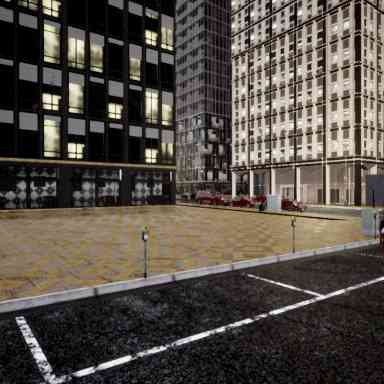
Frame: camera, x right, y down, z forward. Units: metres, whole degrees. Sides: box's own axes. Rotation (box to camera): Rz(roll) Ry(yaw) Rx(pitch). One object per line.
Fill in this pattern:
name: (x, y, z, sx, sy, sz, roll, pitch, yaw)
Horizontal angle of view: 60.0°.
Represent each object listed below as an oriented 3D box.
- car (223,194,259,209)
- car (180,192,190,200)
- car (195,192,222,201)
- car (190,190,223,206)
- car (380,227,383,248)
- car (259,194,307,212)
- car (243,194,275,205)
car: (5.711, 1.105, 36.456, 1.802, 1.307, 4.206, 1, 0, -36)
car: (-0.511, 0.647, 59.516, 1.947, 1.339, 4.313, 1, 0, -36)
car: (2.641, 0.710, 55.122, 1.752, 1.417, 4.829, 1, 0, -36)
car: (2.470, 0.731, 40.985, 2.192, 1.841, 5.009, 1, 0, -36)
car: (9.155, 1.441, 13.094, 4.097, 1.590, 1.967, 0, 0, -36)
car: (8.963, 1.071, 31.926, 1.967, 1.590, 4.097, 1, 0, -36)
car: (9.237, 0.985, 45.919, 1.802, 1.307, 4.206, 1, 0, -36)
